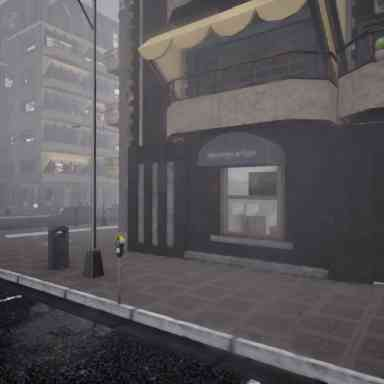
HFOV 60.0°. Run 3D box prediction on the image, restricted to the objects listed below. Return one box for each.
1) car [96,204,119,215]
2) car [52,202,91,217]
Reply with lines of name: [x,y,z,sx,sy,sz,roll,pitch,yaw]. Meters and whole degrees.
car: [-9.465,2.063,39.947,1.802,1.307,4.206,-1,-1,35]
car: [-12.752,1.821,35.326,1.967,1.590,4.097,-1,-1,35]
